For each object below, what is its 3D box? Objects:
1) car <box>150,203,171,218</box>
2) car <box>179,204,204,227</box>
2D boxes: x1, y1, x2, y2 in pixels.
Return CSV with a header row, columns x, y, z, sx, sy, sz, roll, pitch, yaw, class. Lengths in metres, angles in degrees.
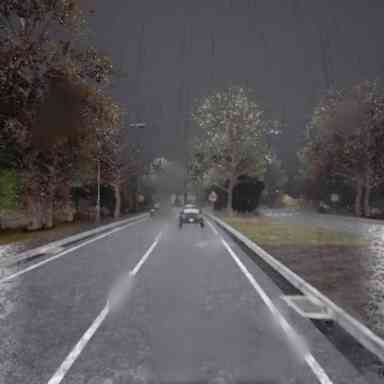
x,y,z,sx,sy,sz,roll,pitch,yaw,class
-3.561,2.074,38.577,2.097,1.767,4.553,0,-2,0,car
-0.054,1.889,25.964,1.812,1.442,4.674,0,-1,0,car
